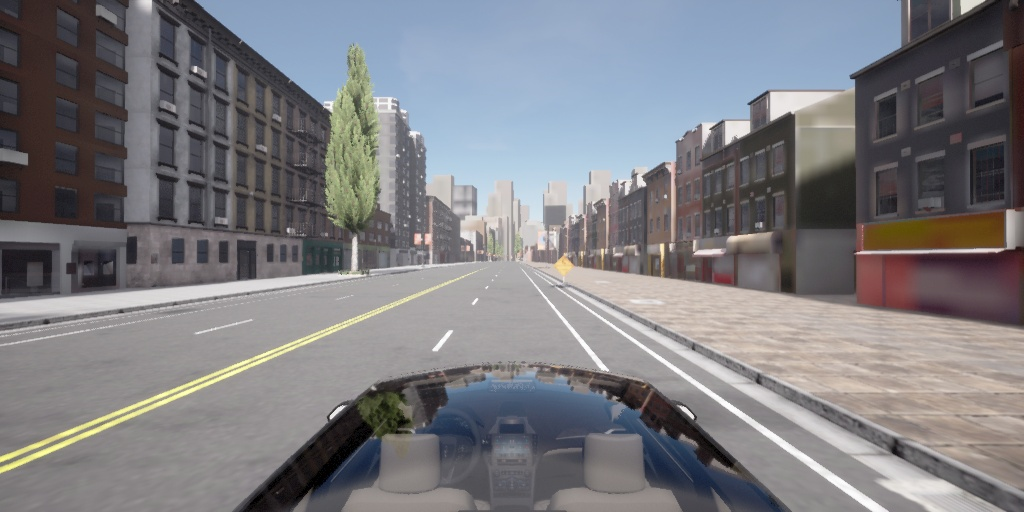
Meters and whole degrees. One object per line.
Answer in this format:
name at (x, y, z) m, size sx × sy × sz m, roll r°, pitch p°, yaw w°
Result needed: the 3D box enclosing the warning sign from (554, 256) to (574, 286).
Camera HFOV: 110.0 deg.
warning sign at (3.225, 0.899, 22.290) m, size 1.300 × 1.860 × 1.060 m, roll 0°, pitch 0°, yaw 0°
